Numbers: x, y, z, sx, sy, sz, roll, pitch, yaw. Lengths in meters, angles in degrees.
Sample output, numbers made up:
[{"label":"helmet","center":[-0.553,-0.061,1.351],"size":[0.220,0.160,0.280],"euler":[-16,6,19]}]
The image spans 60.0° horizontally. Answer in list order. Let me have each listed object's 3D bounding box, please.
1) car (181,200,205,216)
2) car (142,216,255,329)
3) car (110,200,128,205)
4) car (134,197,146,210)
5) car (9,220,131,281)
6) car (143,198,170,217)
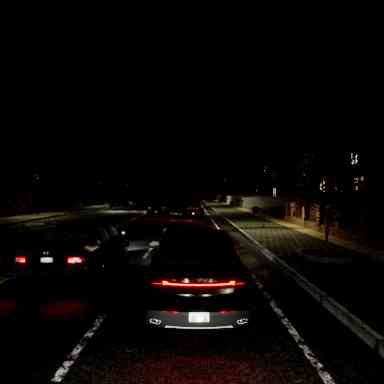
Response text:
[{"label":"car","center":[0.100,1.517,29.787],"size":[1.837,1.490,4.892],"euler":[0,0,0]},{"label":"car","center":[0.099,1.507,7.076],"size":[1.837,1.490,4.892],"euler":[0,0,0]},{"label":"car","center":[-9.749,1.296,44.674],"size":[1.994,1.385,4.181],"euler":[0,0,0]},{"label":"car","center":[-6.499,1.508,44.670],"size":[1.882,1.535,5.008],"euler":[0,0,0]},{"label":"car","center":[-3.191,1.550,9.851],"size":[2.033,1.411,5.357],"euler":[0,0,0]},{"label":"car","center":[-3.160,1.539,31.494],"size":[1.812,1.442,4.674],"euler":[0,0,0]}]
